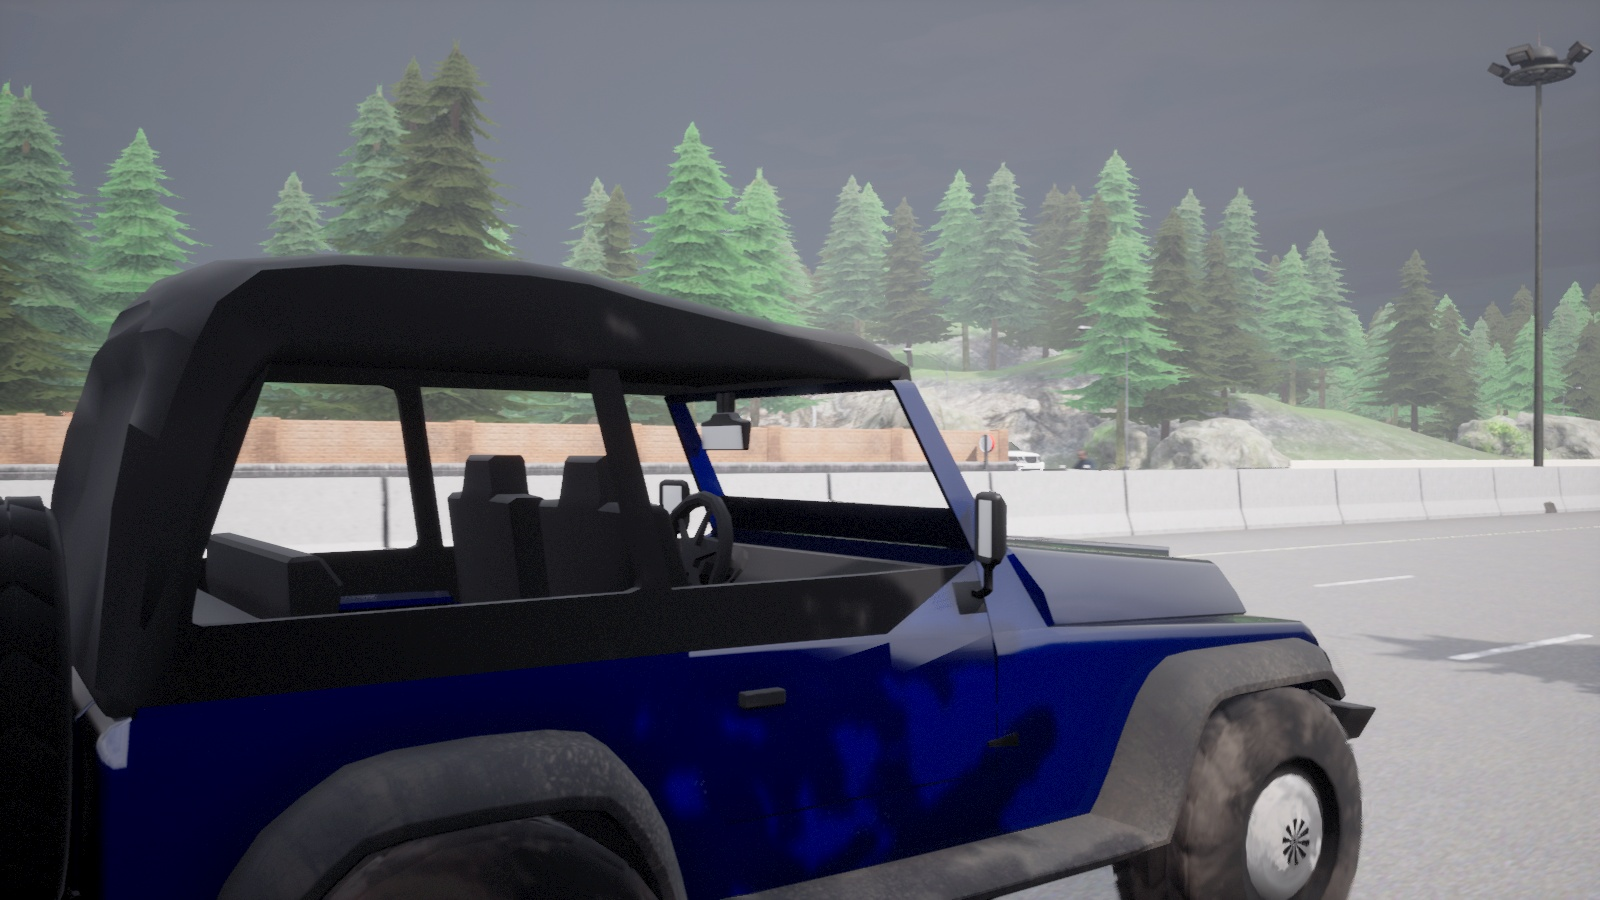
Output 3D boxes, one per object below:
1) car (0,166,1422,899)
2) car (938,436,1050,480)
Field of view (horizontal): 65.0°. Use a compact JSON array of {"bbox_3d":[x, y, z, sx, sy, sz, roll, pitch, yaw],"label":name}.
[{"bbox_3d":[-0.233,0.550,3.503,3.866,1.878,1.905,0,0,-35],"label":"car"},{"bbox_3d":[9.406,0.402,61.426,2.150,2.045,5.566,0,0,-35],"label":"car"}]
